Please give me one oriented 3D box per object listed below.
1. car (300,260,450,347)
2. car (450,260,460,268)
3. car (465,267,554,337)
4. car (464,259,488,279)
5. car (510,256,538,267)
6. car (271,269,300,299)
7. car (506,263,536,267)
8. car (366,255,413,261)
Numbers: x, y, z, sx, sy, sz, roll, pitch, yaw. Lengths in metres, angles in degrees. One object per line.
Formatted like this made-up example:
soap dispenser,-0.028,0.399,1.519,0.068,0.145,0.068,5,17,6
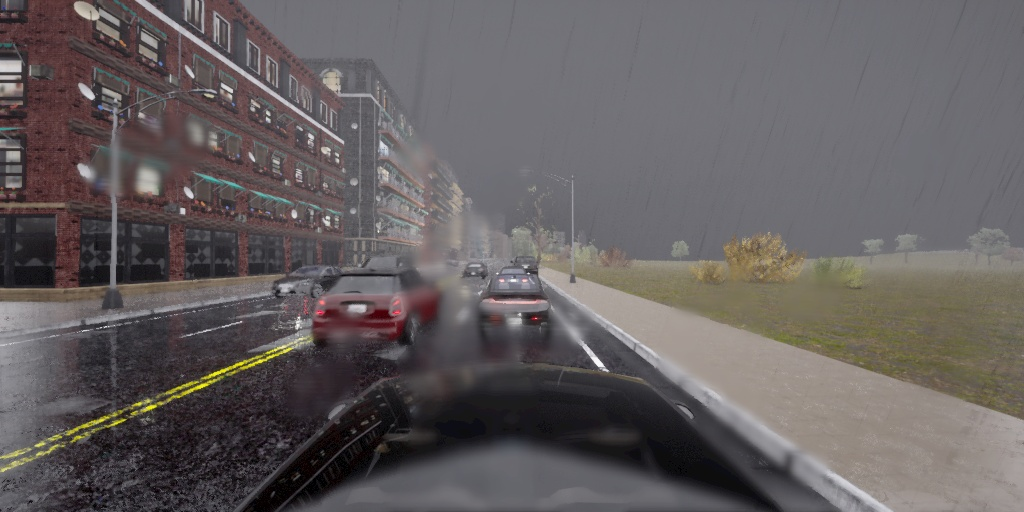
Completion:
car,-3.169,1.104,9.475,2.097,1.767,4.553,0,0,0
car,-9.963,1.300,60.111,2.033,1.411,5.357,0,0,0
car,0.081,1.243,10.331,2.128,1.511,4.902,0,0,0
car,-3.219,1.279,32.288,1.812,1.442,4.674,0,0,0
car,1.070,0.979,30.984,2.150,2.045,5.566,0,0,0
car,-9.888,1.244,18.077,2.128,1.511,4.902,0,0,0
car,0.060,1.301,20.771,2.033,1.411,5.357,0,0,0
car,-6.639,0.974,19.001,2.150,2.045,5.566,0,0,0
